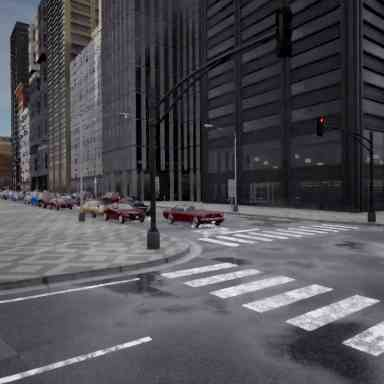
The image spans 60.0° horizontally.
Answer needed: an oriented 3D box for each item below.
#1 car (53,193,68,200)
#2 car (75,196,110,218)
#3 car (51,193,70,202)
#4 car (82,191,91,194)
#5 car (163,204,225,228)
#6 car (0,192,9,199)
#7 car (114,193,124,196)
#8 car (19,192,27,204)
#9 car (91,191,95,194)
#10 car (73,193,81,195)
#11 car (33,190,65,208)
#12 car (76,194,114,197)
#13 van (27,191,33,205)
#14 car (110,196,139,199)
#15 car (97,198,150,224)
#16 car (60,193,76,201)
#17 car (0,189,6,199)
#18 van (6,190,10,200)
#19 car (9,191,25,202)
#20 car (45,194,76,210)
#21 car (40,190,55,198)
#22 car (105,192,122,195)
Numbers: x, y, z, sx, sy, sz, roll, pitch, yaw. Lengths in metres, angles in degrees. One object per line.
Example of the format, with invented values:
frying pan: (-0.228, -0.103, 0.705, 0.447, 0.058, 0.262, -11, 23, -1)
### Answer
car: (-27.780, 0.855, 70.008, 1.887, 1.381, 4.507, 0, 1, -36)
car: (-8.183, 1.353, 28.434, 1.752, 1.417, 4.829, 0, 1, -36)
car: (-23.744, 0.936, 60.041, 2.128, 1.511, 4.902, -1, 1, -36)
car: (-17.965, 0.894, 52.067, 2.097, 1.767, 4.553, -1, 1, -36)
car: (0.029, 1.479, 21.752, 1.895, 1.301, 4.718, -1, 1, -35)
car: (-44.587, 0.778, 78.672, 1.887, 1.381, 4.507, 0, 1, -36)
car: (-7.979, 1.200, 42.682, 1.947, 1.339, 4.313, 0, 1, -36)
car: (-24.785, 1.126, 51.346, 2.008, 1.369, 4.403, 0, 1, -36)
car: (-17.878, 0.794, 56.343, 2.192, 1.841, 5.009, 0, 1, -36)
car: (-16.519, 1.166, 44.683, 1.812, 1.442, 4.674, -1, 1, -35)
car: (-18.183, 0.996, 42.234, 2.192, 1.841, 5.009, 0, 1, -36)
car: (-10.740, 1.275, 36.663, 2.033, 1.411, 5.357, -1, 1, -36)
van: (-21.484, 0.970, 46.789, 1.690, 1.788, 3.998, 0, 1, -36)
car: (-5.247, 1.370, 29.079, 1.994, 1.385, 4.181, -1, 1, -36)
car: (-4.982, 1.416, 24.017, 1.887, 1.381, 4.507, 0, 1, -36)
car: (-24.480, 0.949, 65.454, 1.802, 1.307, 4.206, 0, 1, -36)
car: (-37.985, 0.665, 69.561, 2.192, 1.841, 5.009, 0, 1, -36)
van: (-34.685, 0.748, 65.007, 1.690, 1.788, 3.998, 0, 1, -36)
car: (-31.385, 0.904, 60.454, 1.967, 1.590, 4.097, 0, 1, -36)
car: (-14.883, 1.276, 37.681, 1.887, 1.381, 4.507, 0, 1, -36)
car: (-34.379, 0.510, 79.114, 2.192, 1.841, 5.009, 0, 1, -36)
car: (-11.278, 0.899, 47.234, 2.192, 1.841, 5.009, 0, 1, -36)
